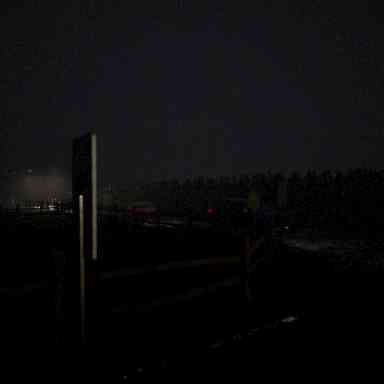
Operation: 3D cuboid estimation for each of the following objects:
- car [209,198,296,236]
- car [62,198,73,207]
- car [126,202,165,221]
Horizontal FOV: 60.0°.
[{"bbox_3d":[3.284,1.425,19.356,2.150,2.045,5.566,0,2,-35],"label":"car"},{"bbox_3d":[-17.851,1.614,49.057,2.097,1.767,4.553,0,0,-35],"label":"car"},{"bbox_3d":[-4.274,1.700,29.977,1.882,1.535,5.008,0,0,-35],"label":"car"}]
